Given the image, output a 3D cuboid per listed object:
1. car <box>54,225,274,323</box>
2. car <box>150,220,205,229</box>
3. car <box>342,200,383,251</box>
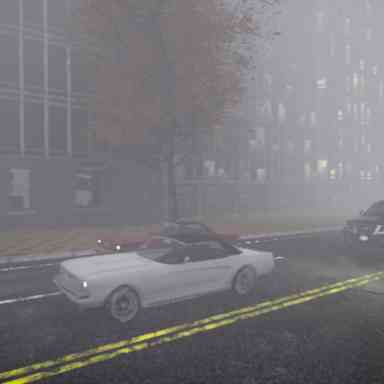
[{"bbox_3d":[-0.436,1.632,7.358,4.718,1.301,1.895,1,0,-35],"label":"car"},{"bbox_3d":[-0.736,1.648,11.130,4.718,1.301,1.895,1,0,-36],"label":"car"},{"bbox_3d":[8.503,1.347,13.677,5.566,2.045,2.150,1,0,-35],"label":"car"}]
